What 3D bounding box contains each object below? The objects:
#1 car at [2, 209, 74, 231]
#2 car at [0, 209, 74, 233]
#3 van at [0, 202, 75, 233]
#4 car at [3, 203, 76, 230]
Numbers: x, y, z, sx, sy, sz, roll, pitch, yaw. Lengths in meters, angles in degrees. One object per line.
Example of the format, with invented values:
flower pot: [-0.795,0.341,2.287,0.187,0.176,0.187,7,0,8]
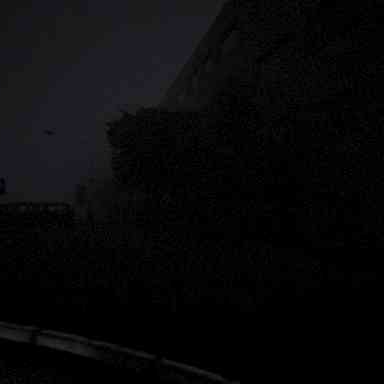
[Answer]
car: [-12.119,2.162,26.482,5.008,1.535,2.097,0,-4,-22]
car: [-11.065,2.032,23.856,4.792,1.488,2.163,0,-3,-21]
van: [-9.980,1.642,21.305,4.442,1.987,1.878,0,-3,-21]
car: [-13.139,2.082,29.030,5.566,2.045,2.435,0,-4,-21]
